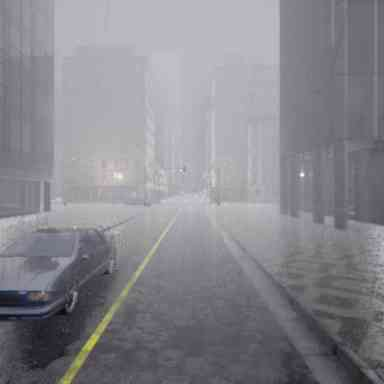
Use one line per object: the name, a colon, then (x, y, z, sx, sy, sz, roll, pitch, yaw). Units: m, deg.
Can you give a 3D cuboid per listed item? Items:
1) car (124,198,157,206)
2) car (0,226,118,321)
car: (-8.617, 1.621, 55.369, 5.357, 1.411, 2.033, 0, 0, 0)
car: (-3.103, 1.549, 7.772, 2.033, 1.411, 5.357, 0, 0, 0)
